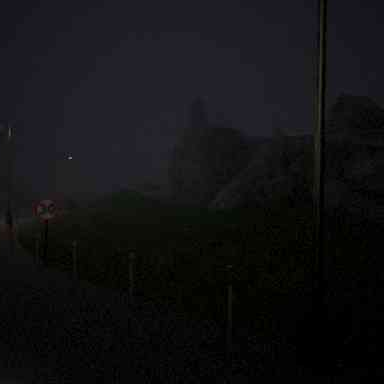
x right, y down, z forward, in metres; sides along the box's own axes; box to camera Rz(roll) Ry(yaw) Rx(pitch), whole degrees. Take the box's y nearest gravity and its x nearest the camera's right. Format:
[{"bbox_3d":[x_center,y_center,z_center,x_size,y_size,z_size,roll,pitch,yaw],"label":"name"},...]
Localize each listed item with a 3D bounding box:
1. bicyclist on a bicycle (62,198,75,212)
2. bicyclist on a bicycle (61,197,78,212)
[{"bbox_3d":[-14.983,1.541,40.338,1.656,1.620,0.582,7,4,3],"label":"bicyclist on a bicycle"},{"bbox_3d":[-14.977,1.519,40.656,1.656,1.620,0.582,8,-3,3],"label":"bicyclist on a bicycle"}]
